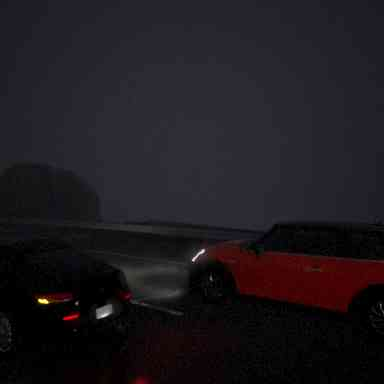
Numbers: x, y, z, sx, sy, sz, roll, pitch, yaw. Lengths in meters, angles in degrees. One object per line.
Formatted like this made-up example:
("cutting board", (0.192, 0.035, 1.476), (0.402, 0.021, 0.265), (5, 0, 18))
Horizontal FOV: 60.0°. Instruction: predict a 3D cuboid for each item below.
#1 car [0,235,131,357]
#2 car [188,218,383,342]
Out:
("car", (-3.159, 1.525, 5.979), (4.674, 1.442, 1.812), (0, 0, 33))
("car", (2.131, 1.343, 6.614), (4.553, 1.767, 2.097), (0, 0, 35))
